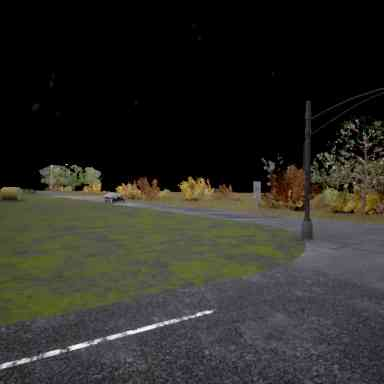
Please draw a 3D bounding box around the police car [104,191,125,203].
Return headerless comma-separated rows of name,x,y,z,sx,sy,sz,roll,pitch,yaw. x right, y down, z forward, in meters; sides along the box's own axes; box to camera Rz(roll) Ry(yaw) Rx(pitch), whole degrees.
police car,-11.603,0.744,49.757,1.930,1.638,5.238,1,0,-32
